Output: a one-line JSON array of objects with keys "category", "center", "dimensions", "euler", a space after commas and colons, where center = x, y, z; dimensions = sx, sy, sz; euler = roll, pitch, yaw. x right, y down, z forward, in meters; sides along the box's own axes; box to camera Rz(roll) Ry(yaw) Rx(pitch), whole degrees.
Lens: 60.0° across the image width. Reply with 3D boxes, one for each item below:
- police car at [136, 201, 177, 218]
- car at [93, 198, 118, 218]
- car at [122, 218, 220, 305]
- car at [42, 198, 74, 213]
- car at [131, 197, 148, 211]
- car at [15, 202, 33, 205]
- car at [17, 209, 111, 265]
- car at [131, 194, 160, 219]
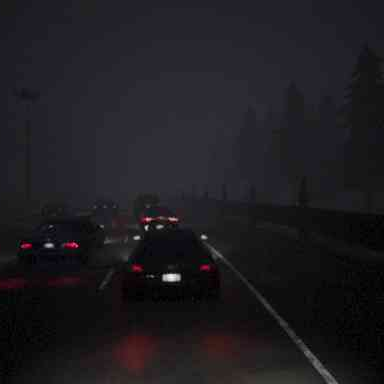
[{"category": "police car", "center": [-1.893, 1.503, 18.323], "dimensions": [2.038, 1.542, 4.974], "euler": [0, 0, -9]}, {"category": "car", "center": [-7.886, 1.355, 30.552], "dimensions": [2.097, 1.767, 4.553], "euler": [0, 0, -12]}, {"category": "car", "center": [-0.521, 1.563, 8.188], "dimensions": [1.994, 1.385, 4.181], "euler": [0, 0, -4]}, {"category": "car", "center": [-10.586, 1.497, 26.442], "dimensions": [2.128, 1.511, 4.902], "euler": [0, 0, -12]}, {"category": "car", "center": [-6.596, 1.456, 41.209], "dimensions": [1.801, 1.575, 5.366], "euler": [0, 0, -12]}, {"category": "car", "center": [-21.530, 1.505, 43.100], "dimensions": [2.128, 1.511, 4.902], "euler": [0, 0, -12]}, {"category": "car", "center": [-4.306, 1.549, 11.756], "dimensions": [2.033, 1.411, 5.357], "euler": [0, 0, -7]}, {"category": "car", "center": [-3.896, 1.223, 28.600], "dimensions": [2.150, 2.045, 5.566], "euler": [0, 0, -12]}]
